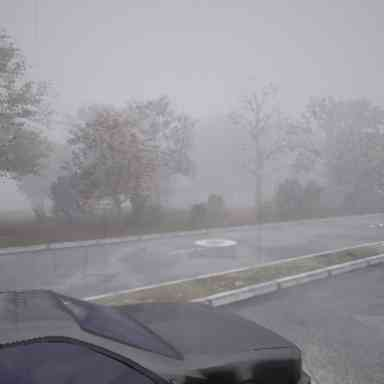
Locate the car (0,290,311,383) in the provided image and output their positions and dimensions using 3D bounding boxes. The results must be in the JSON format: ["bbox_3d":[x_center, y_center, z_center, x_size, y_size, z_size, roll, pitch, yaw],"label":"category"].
[{"bbox_3d":[-1.466,1.547,2.394,5.357,1.411,2.033,-1,0,-36],"label":"car"}]
